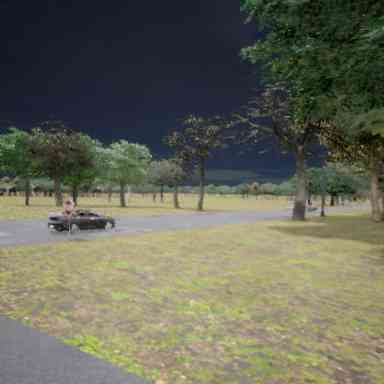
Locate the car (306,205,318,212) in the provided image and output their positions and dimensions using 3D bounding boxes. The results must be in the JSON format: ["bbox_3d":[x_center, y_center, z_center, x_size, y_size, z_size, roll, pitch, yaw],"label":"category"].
[{"bbox_3d":[28.369,3.865,78.607,2.033,1.411,5.357,2,-1,31],"label":"car"}]

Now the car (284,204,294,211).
[{"bbox_3d":[23.317,3.678,78.358,1.812,1.442,4.674,2,-1,36],"label":"car"}]

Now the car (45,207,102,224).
[{"bbox_3d":[-10.858,2.115,30.902,1.895,1.301,4.718,2,-1,36],"label":"car"}]

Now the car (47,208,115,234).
[{"bbox_3d":[-7.620,2.048,23.421,1.837,1.490,4.892,2,-1,36],"label":"car"}]
